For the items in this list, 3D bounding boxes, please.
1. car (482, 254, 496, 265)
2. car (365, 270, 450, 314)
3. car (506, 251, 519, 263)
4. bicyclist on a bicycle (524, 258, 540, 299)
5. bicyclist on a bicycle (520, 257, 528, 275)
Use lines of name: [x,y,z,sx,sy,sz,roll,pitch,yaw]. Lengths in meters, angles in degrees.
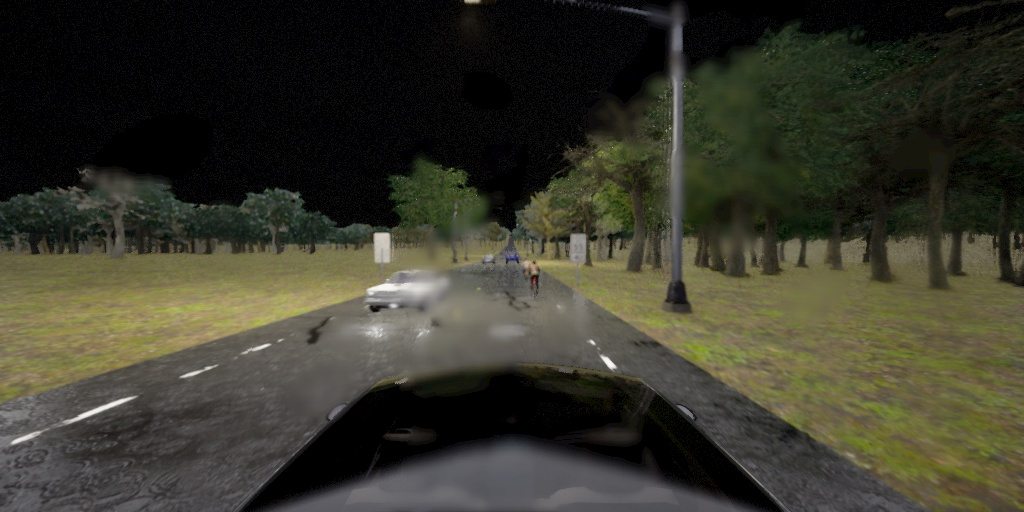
car: [-3.540,0.519,55.090,2.128,1.511,4.902,0,1,1]
car: [-3.593,1.188,13.120,1.895,1.301,4.718,0,1,0]
car: [0.087,0.157,62.451,2.150,2.045,5.566,0,1,0]
bicyclist on a bicycle: [0.965,1.008,15.426,0.582,1.620,1.656,0,1,0]
bicyclist on a bicycle: [0.971,0.873,24.061,0.866,1.612,1.509,0,2,0]
